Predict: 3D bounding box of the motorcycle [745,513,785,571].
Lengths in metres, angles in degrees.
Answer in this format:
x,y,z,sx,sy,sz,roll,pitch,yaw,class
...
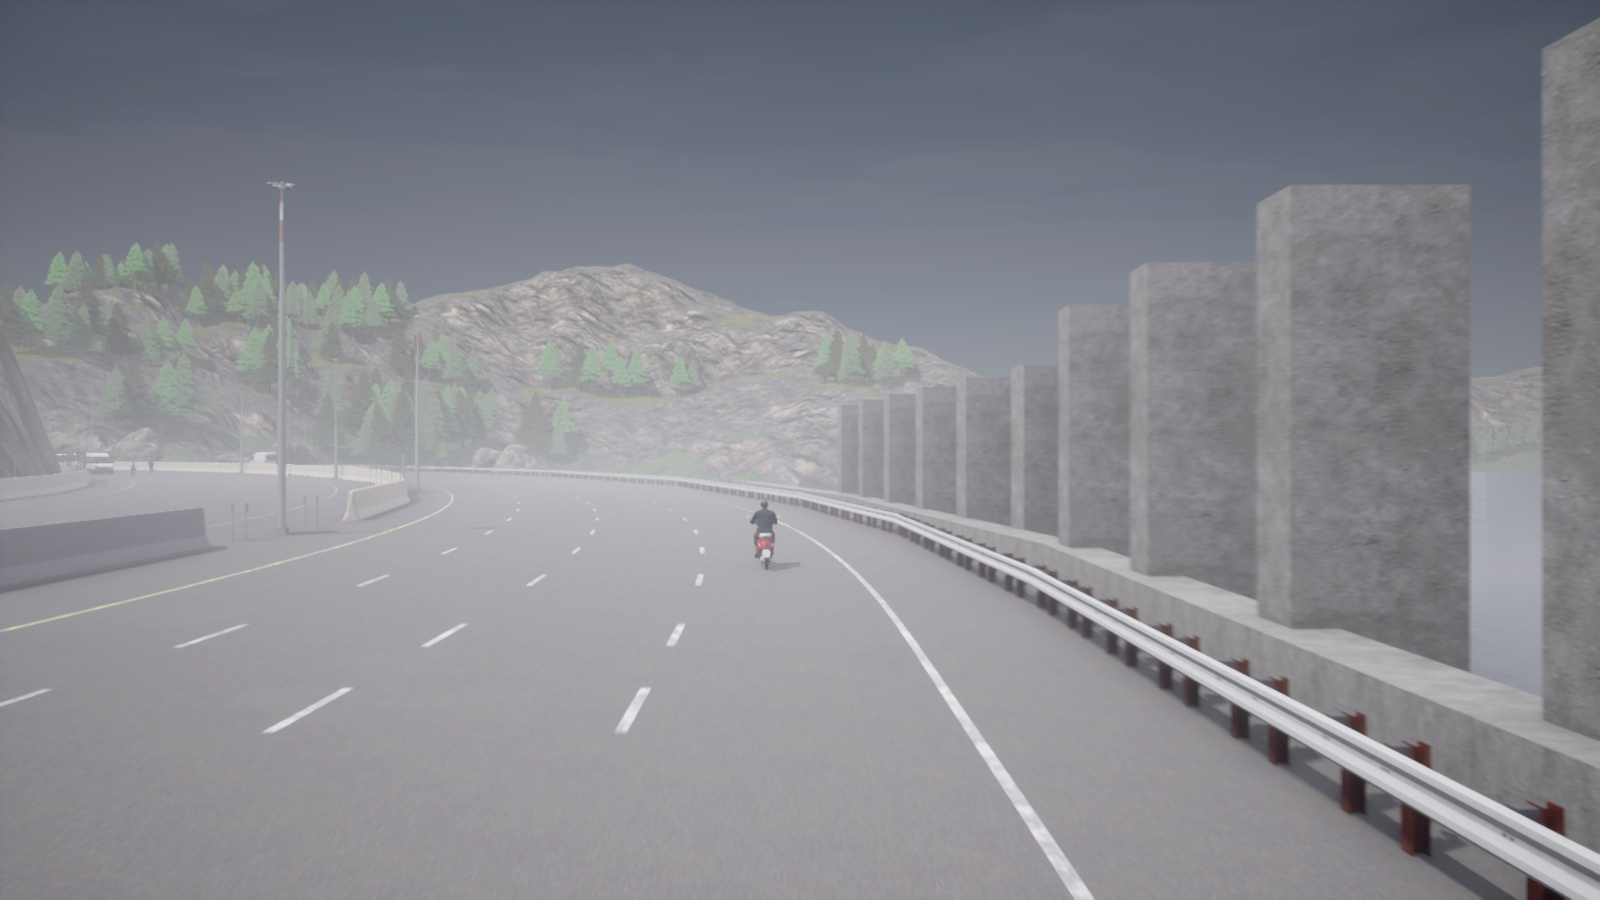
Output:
x,y,z,sx,sy,sz,roll,pitch,yaw,class
-0.851,2.183,27.499,0.856,1.236,1.805,-1,0,-4,motorcycle
